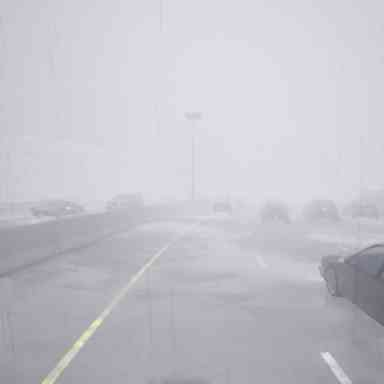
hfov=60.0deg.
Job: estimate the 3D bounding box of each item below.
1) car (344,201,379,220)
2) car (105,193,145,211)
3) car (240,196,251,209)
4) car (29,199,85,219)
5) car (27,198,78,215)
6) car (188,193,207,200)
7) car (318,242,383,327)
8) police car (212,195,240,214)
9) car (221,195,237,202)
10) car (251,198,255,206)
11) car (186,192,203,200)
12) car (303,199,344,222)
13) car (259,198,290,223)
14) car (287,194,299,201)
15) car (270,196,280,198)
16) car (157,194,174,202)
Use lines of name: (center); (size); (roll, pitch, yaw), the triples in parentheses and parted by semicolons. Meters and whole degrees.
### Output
car: (13.813, 1.459, 27.451); (2.128, 1.511, 4.902); (0, 0, 12)
car: (-6.567, 1.111, 33.382); (2.150, 2.045, 5.566); (0, 0, 13)
car: (6.111, 1.426, 43.627); (1.812, 1.442, 4.674); (0, 0, 18)
car: (-11.221, 1.437, 28.407); (2.033, 1.411, 5.357); (0, 0, 11)
car: (-13.770, 1.416, 33.322); (2.033, 1.411, 5.357); (0, 0, 13)
car: (1.600, 1.380, 66.900); (1.994, 1.385, 4.181); (0, 0, 26)
car: (3.784, 1.544, 5.410); (2.033, 1.411, 5.357); (0, 0, 3)
police car: (3.413, 1.343, 34.411); (1.930, 1.638, 5.238); (0, 0, 14)
car: (8.110, 1.297, 71.869); (1.994, 1.385, 4.181); (0, 0, 28)
car: (8.115, 1.346, 49.302); (1.801, 1.575, 5.366); (0, 0, 21)
car: (0.740, 1.006, 72.929); (2.150, 2.045, 5.566); (0, 0, 26)
car: (9.925, 1.312, 25.881); (2.097, 1.767, 4.553); (0, 0, 11)
car: (6.140, 1.456, 24.856); (1.837, 1.490, 4.892); (0, 0, 10)
car: (23.457, 1.235, 77.270); (1.837, 1.490, 4.892); (0, 0, 34)
car: (16.021, 1.440, 64.659); (1.994, 1.385, 4.181); (0, 0, 28)
car: (-5.379, 1.287, 68.482); (1.837, 1.490, 4.892); (0, 0, 24)
